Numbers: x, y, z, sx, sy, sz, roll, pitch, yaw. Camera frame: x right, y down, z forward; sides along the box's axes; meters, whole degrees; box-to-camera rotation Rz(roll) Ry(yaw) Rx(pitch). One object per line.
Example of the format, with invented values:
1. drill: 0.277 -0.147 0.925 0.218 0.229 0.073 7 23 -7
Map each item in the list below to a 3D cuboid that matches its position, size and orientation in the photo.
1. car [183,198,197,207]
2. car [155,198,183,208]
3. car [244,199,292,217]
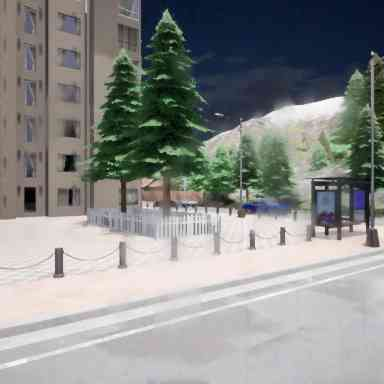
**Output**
1. car: -1.337 1.616 49.961 1.895 1.301 4.718 0 0 -35
2. car: -3.653 1.601 47.152 1.994 1.385 4.181 0 0 -35
3. car: 7.127 1.493 31.580 1.882 1.535 5.008 0 0 -35
